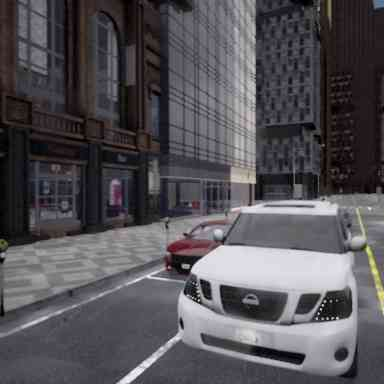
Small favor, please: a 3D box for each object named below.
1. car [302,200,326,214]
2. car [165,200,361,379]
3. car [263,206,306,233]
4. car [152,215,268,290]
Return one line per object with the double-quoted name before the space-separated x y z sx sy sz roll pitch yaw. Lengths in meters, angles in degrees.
"car" 13.064 1.536 35.464 1.947 1.339 4.313 0 0 26
"car" 1.808 1.220 6.108 2.150 2.045 5.566 0 0 26
"car" 5.721 1.572 20.189 1.802 1.307 4.206 0 0 26
"car" 0.826 1.542 10.007 1.887 1.381 4.507 0 0 26
